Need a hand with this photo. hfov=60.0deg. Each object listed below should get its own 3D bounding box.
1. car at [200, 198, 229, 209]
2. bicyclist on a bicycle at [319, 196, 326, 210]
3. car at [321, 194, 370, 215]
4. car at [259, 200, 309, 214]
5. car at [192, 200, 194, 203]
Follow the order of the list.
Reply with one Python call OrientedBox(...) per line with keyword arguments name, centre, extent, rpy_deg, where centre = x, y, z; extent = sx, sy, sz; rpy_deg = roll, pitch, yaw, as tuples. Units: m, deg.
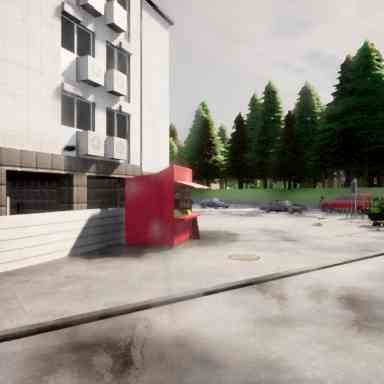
OrientedBox(name="car", centre=(2.965, 1.526, 44.435), extent=(1.812, 1.442, 4.674), rpy_deg=(0, 0, -35))
OrientedBox(name="bicyclist on a bicycle", centre=(15.990, 1.349, 40.578), extent=(1.656, 1.620, 0.582), rpy_deg=(0, 0, -35))
OrientedBox(name="car", centre=(15.772, 1.222, 33.382), extent=(2.150, 2.045, 5.566), rpy_deg=(0, 0, -32))
OrientedBox(name="car", centre=(9.564, 1.547, 35.122), extent=(2.033, 1.411, 5.357), rpy_deg=(0, 0, -35))
OrientedBox(name="car", centre=(-1.829, 1.548, 58.340), extent=(2.033, 1.411, 5.357), rpy_deg=(0, 0, -35))
